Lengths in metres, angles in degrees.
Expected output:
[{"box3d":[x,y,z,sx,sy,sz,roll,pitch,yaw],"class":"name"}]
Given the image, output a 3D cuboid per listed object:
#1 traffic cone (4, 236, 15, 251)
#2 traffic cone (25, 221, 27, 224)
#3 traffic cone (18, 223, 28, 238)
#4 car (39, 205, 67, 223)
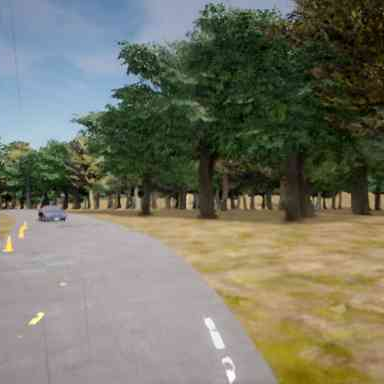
[{"box3d":[-7.376,2.069,13.430,0.340,0.580,0.340,-1,0,-19],"class":"traffic cone"},{"box3d":[-11.190,2.217,22.360,0.340,0.580,0.340,-1,-1,-25],"class":"traffic cone"},{"box3d":[-9.150,2.135,17.865,0.340,0.580,0.340,-1,0,-24],"class":"traffic cone"},{"box3d":[-12.767,1.938,30.271,2.033,1.411,5.357,-1,-1,-31],"class":"car"}]
